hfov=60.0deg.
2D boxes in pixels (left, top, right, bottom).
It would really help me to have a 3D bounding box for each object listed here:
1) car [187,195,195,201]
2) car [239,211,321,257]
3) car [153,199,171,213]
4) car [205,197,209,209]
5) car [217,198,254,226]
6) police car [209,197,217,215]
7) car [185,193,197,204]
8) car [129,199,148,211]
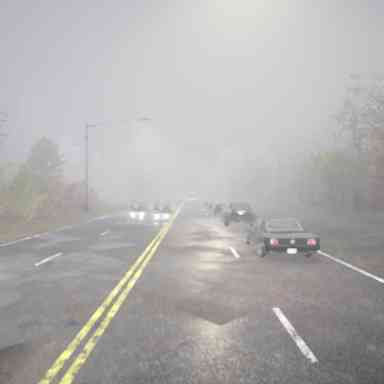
[{"bbox_3d":[-0.273,1.547,88.293,2.033,1.411,5.357,0,0,0],"label":"car"},{"bbox_3d":[3.239,1.638,13.006,1.895,1.301,4.718,0,0,0],"label":"car"},{"bbox_3d":[-3.445,1.587,39.022,2.128,1.511,4.902,0,0,0],"label":"car"},{"bbox_3d":[3.123,1.625,45.987,1.812,1.442,4.674,0,0,0],"label":"car"},{"bbox_3d":[3.202,1.414,23.949,2.097,1.767,4.553,0,0,0],"label":"car"},{"bbox_3d":[3.165,1.504,35.094,1.930,1.638,5.238,0,0,0],"label":"police car"},{"bbox_3d":[-0.201,1.284,67.618,2.150,2.045,5.566,0,0,0],"label":"car"},{"bbox_3d":[-6.696,1.592,42.288,2.128,1.511,4.902,0,0,0],"label":"car"}]
